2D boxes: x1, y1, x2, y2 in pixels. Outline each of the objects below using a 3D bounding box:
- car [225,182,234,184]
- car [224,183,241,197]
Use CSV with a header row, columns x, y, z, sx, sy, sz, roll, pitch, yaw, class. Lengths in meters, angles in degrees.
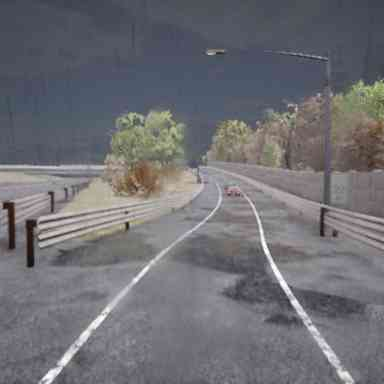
x,y,z,sx,sy,sz,roll,pitch,yaw,class
6.554,-1.035,57.553,2.128,1.511,4.902,0,5,2,car
5.850,-0.072,47.535,1.895,1.301,4.718,0,4,4,car
